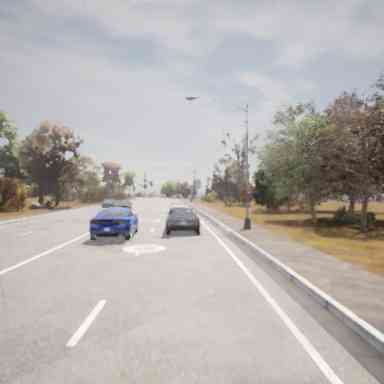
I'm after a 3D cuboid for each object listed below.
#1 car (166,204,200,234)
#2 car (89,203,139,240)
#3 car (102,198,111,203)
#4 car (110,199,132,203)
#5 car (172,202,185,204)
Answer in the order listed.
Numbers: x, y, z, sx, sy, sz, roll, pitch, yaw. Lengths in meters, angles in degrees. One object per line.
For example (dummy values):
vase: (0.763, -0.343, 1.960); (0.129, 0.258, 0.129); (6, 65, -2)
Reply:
car: (-0.568, 1.650, 20.036); (1.994, 1.385, 4.181); (0, 0, -3)
car: (-3.945, 1.558, 17.473); (1.882, 1.535, 5.008); (0, 0, -3)
car: (-13.062, 1.766, 52.740); (1.812, 1.442, 4.674); (0, 0, -3)
car: (-9.125, 1.748, 44.736); (2.033, 1.411, 5.357); (0, 0, -3)
car: (-1.551, 1.763, 38.132); (1.895, 1.301, 4.718); (0, 0, -3)
